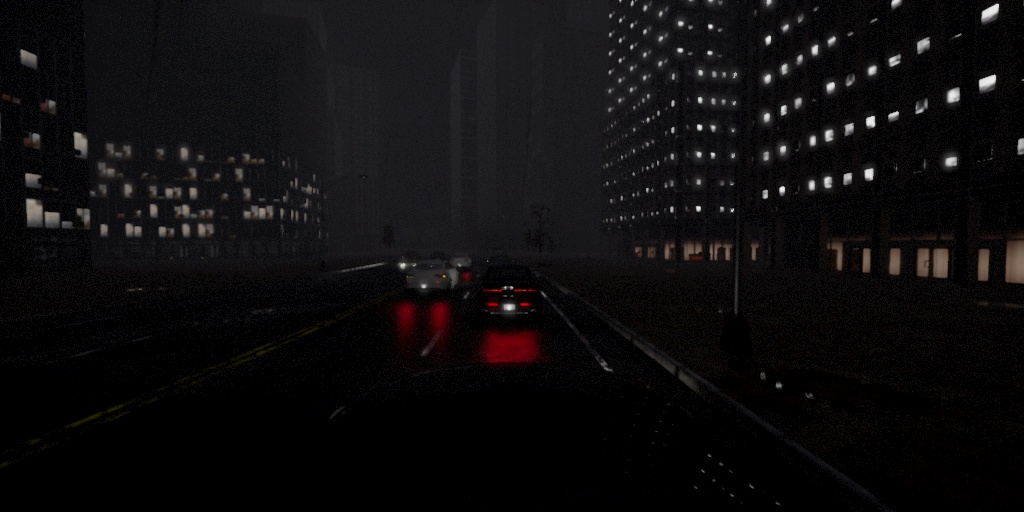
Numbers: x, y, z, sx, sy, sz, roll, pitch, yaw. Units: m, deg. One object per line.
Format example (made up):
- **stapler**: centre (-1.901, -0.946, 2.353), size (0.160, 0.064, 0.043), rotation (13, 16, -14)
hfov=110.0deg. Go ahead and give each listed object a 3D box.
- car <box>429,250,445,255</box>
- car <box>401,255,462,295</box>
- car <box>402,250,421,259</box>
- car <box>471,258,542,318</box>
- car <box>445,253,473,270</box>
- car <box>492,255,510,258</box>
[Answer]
- **car**: centre (-9.419, 0.053, 45.909), size (1.837, 1.490, 4.892), rotation (0, 1, -7)
- **car**: centre (-3.527, 0.880, 16.275), size (1.812, 1.442, 4.674), rotation (0, 2, -2)
- **car**: centre (-12.594, 0.049, 45.094), size (1.882, 1.535, 5.008), rotation (0, 2, -7)
- **car**: centre (-0.128, 0.986, 11.613), size (1.837, 1.490, 4.892), rotation (0, 2, -1)
- **car**: centre (-4.483, 0.467, 31.492), size (1.812, 1.442, 4.674), rotation (0, 2, -5)
- **car**: centre (-0.811, 0.642, 25.836), size (2.033, 1.411, 5.357), rotation (0, 2, -3)
